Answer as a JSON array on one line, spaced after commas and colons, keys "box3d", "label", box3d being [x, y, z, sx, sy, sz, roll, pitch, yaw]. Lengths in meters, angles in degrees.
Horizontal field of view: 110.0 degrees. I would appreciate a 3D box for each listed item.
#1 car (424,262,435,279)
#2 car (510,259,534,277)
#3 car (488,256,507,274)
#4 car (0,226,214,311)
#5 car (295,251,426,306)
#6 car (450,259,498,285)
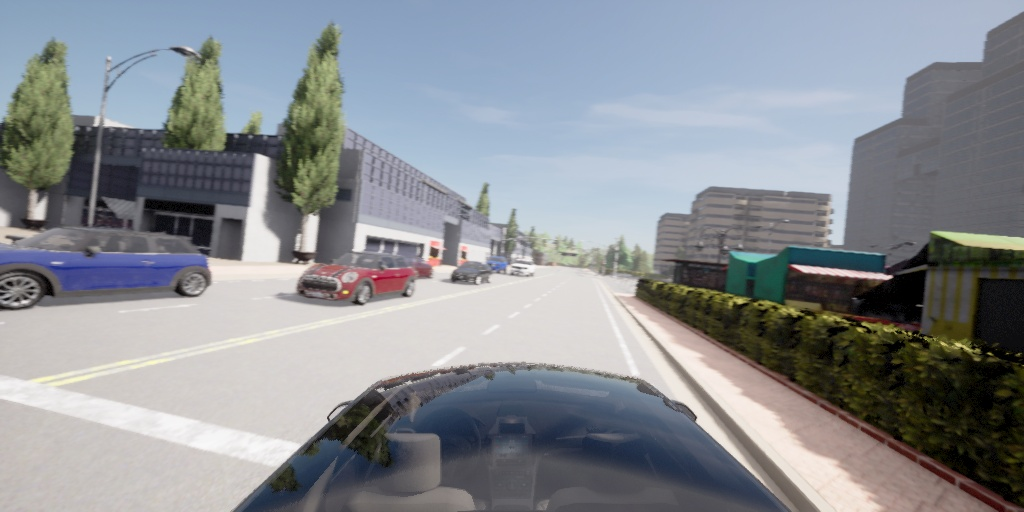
[{"box3d": [-6.621, 0.762, 23.323, 1.994, 1.385, 4.181, 6, 0, 12], "label": "car"}, {"box3d": [1.366, 1.425, 43.599, 2.150, 2.045, 5.566, 6, -1, 12], "label": "car"}, {"box3d": [-2.044, 1.057, 44.300, 2.150, 2.045, 5.566, 6, -1, 12], "label": "car"}, {"box3d": [-9.852, 0.091, 8.342, 2.097, 1.767, 4.553, 6, -1, 14], "label": "car"}, {"box3d": [-5.265, 0.616, 12.817, 2.097, 1.767, 4.553, 6, 0, 12], "label": "car"}, {"box3d": [-2.705, 1.132, 24.972, 1.837, 1.490, 4.892, 6, 1, 12], "label": "car"}]
